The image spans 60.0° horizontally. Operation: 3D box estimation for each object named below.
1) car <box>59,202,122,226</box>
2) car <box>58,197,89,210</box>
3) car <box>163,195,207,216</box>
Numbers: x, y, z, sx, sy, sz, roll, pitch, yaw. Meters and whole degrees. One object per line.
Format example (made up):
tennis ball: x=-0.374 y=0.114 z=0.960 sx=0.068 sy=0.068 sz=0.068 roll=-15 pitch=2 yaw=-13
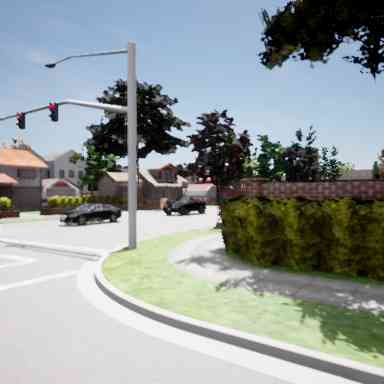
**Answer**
car: x=-7.494 y=1.643 z=24.949 sx=2.128 sy=1.511 sz=4.902 roll=-1 pitch=0 yaw=35
car: x=-15.363 y=1.444 z=42.979 sx=3.806 sy=1.475 sz=1.970 roll=-1 pitch=0 yaw=36
car: x=-0.639 y=1.375 z=34.723 sx=2.150 sy=2.045 sz=5.566 roll=-1 pitch=-1 yaw=35
